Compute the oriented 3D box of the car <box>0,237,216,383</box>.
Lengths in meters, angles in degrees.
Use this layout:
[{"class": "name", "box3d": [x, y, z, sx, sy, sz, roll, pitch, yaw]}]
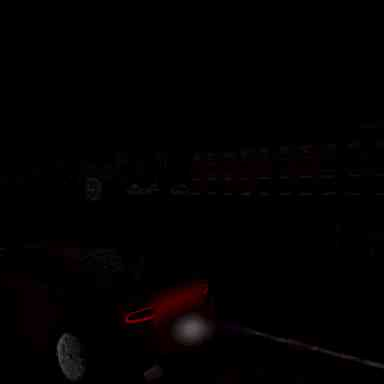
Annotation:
[{"class": "car", "box3d": [-2.012, 1.478, 5.398, 5.008, 1.535, 1.882, 0, 0, 36]}]
